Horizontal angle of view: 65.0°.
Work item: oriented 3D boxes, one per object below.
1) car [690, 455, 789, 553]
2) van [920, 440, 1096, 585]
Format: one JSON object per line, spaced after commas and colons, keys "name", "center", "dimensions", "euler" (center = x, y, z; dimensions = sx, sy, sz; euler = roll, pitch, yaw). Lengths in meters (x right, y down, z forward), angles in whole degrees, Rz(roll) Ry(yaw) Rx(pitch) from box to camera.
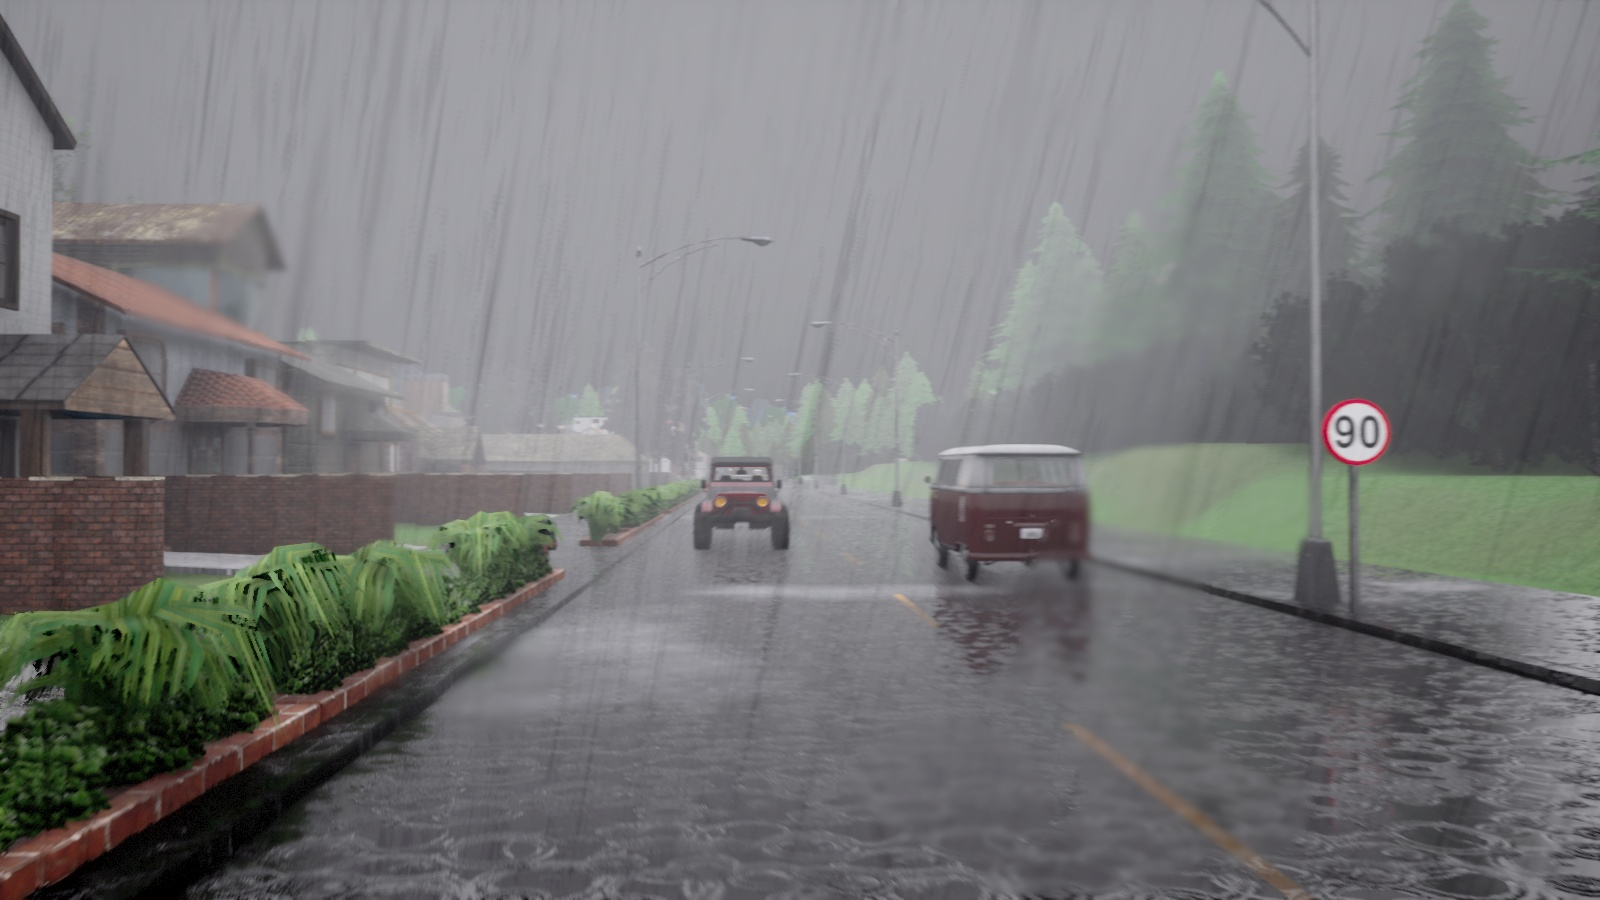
{"name": "car", "center": [-1.256, 1.074, 26.140], "dimensions": [1.905, 1.878, 3.866], "euler": [0, -1, -3]}
{"name": "van", "center": [3.072, 0.886, 19.484], "dimensions": [1.775, 1.987, 4.442], "euler": [0, -1, -3]}
